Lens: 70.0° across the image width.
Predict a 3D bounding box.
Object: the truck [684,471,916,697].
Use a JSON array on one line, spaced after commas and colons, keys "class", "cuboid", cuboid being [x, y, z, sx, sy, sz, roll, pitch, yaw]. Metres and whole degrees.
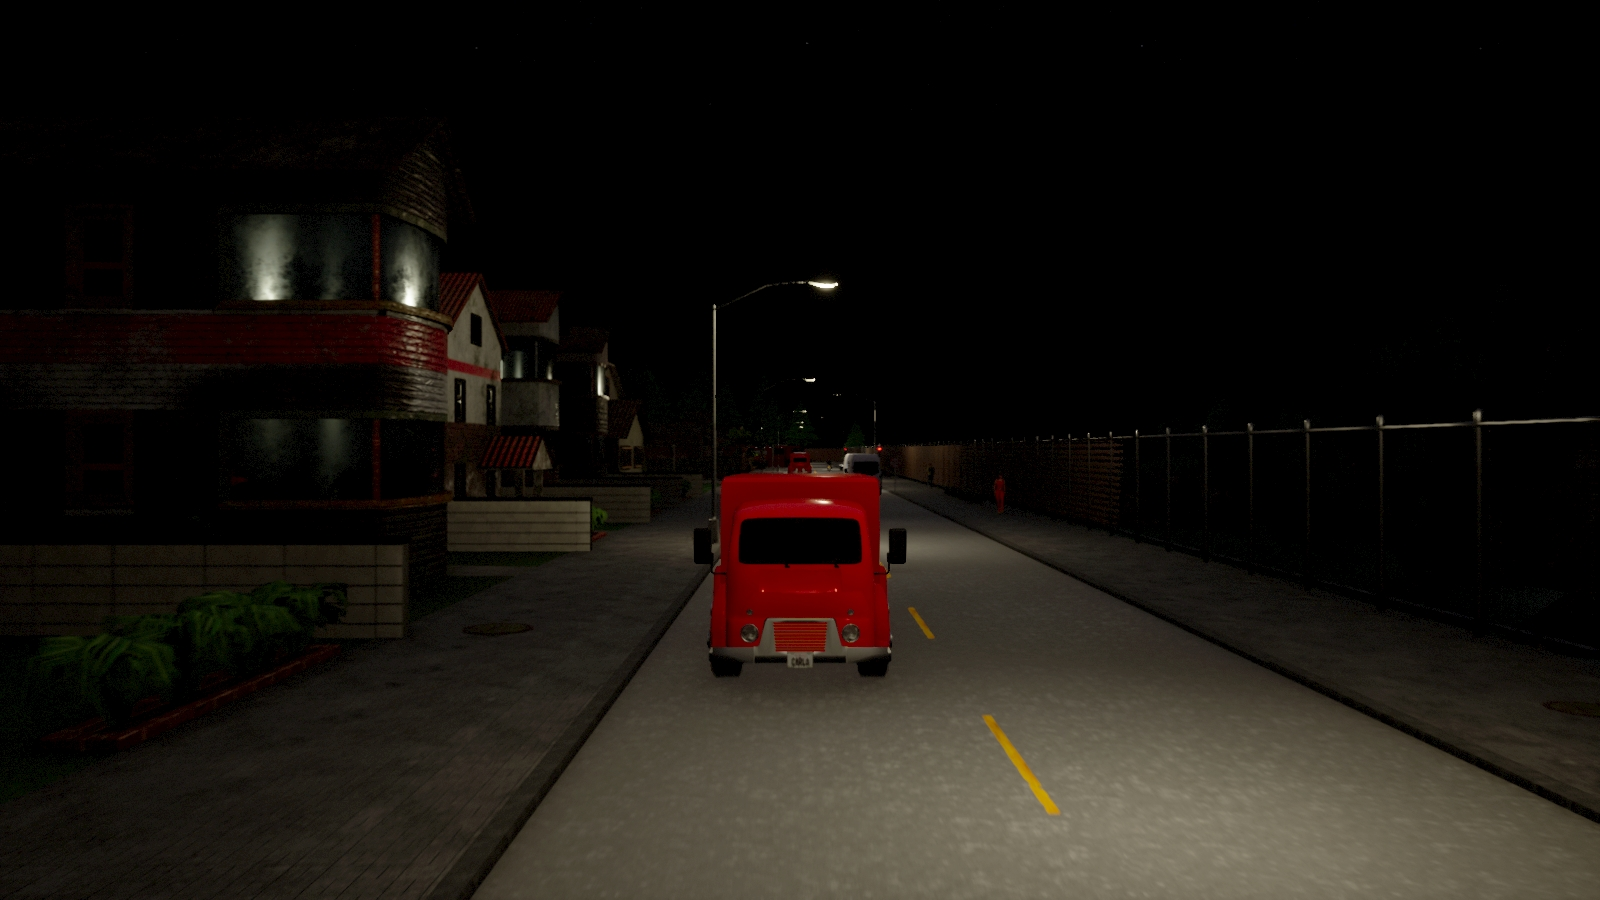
[{"class": "truck", "cuboid": [-0.001, 1.568, 15.580, 2.627, 2.467, 5.204, 0, 0, 0]}]
